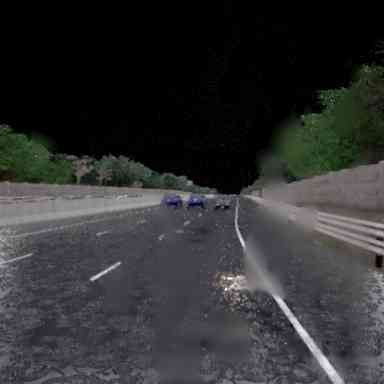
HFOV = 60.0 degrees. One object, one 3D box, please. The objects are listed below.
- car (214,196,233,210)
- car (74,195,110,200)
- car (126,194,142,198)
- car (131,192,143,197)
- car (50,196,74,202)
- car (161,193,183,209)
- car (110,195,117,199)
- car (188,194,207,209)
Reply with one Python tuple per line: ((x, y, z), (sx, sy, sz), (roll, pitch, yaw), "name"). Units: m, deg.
((4.246, 1.642, 44.826), (1.895, 1.301, 4.718), (1, 0, 8), "car")
((-13.430, 1.349, 45.065), (2.128, 1.511, 4.902), (1, 0, 8), "car")
((-11.254, 1.480, 60.610), (1.895, 1.301, 4.718), (1, 0, 8), "car")
((-12.788, 0.968, 75.016), (2.150, 2.045, 5.566), (1, 0, 8), "car")
((-17.065, 1.311, 44.367), (2.128, 1.511, 4.902), (1, 0, 8), "car")
((-2.682, 1.190, 45.806), (2.150, 2.045, 5.566), (1, 0, 8), "car")
((-14.865, 1.342, 60.040), (1.837, 1.490, 4.892), (1, 1, 8), "car")
((0.786, 1.226, 45.329), (2.150, 2.045, 5.566), (1, 0, 8), "car")
